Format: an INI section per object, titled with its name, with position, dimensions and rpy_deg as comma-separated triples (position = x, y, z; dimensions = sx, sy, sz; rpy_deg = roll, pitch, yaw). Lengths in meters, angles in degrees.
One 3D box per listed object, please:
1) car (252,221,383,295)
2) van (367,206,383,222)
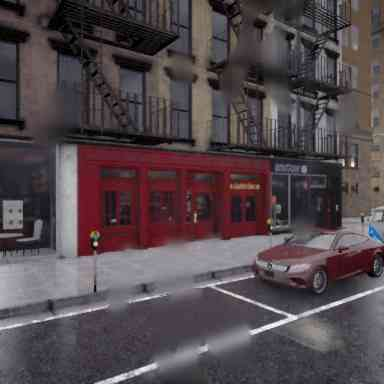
[car]
position = 3.424, 1.581, 8.618
dimensions = 4.206, 1.307, 1.802
rpy_deg = 0, 0, -35
[van]
position = 7.832, 1.340, 11.747
dimensions = 3.998, 1.788, 1.690
rpy_deg = 0, 0, -35
